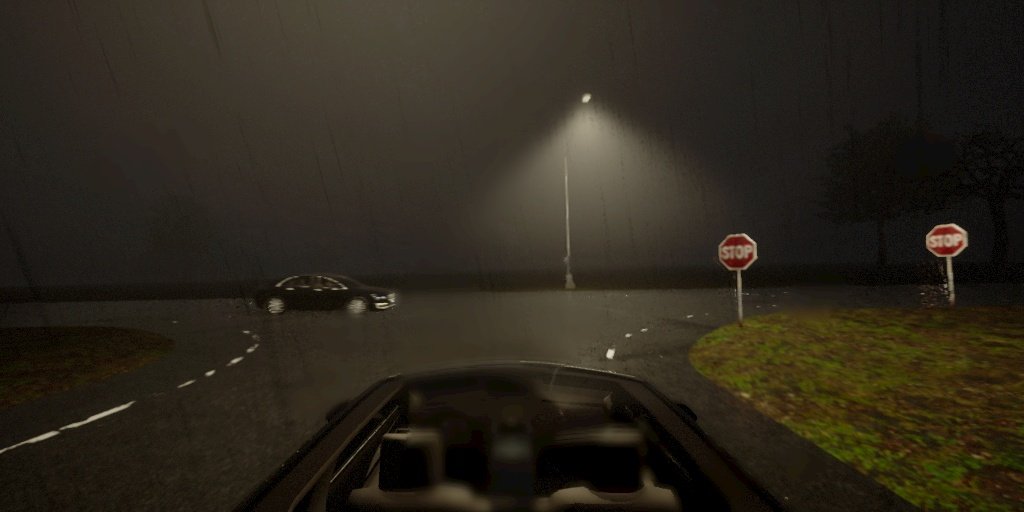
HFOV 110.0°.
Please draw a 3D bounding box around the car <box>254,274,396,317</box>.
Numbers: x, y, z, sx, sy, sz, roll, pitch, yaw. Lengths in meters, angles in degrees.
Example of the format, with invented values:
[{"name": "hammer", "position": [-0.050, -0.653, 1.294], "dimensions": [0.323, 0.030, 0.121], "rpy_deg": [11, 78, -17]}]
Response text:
[{"name": "car", "position": [-6.918, 1.428, 13.514], "dimensions": [4.892, 1.490, 1.837], "rpy_deg": [0, -2, 0]}]
